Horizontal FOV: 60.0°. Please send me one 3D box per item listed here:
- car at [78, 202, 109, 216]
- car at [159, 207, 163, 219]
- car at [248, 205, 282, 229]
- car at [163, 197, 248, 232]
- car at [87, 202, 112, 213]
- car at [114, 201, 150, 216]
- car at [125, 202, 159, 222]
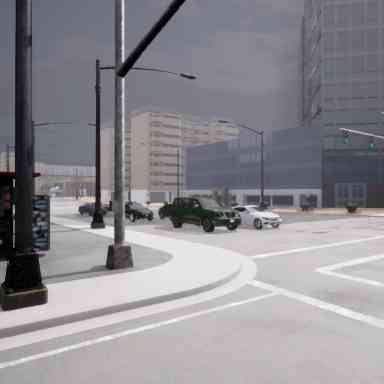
[{"bbox_3d":[-11.381,1.939,37.903,2.033,1.411,5.357,0,-1,-36],"label":"car"},{"bbox_3d":[-1.360,1.740,30.107,1.812,1.442,4.674,0,-1,-36],"label":"car"},{"bbox_3d":[3.940,1.635,22.720,1.812,1.442,4.674,0,-1,-35],"label":"car"},{"bbox_3d":[0.673,1.335,21.289,2.150,2.045,5.566,0,-1,-36],"label":"car"},{"bbox_3d":[-12.706,2.060,45.741,1.994,1.385,4.181,0,-1,-35],"label":"car"},{"bbox_3d":[-6.873,1.841,37.649,2.128,1.511,4.902,0,-1,-36],"label":"car"},{"bbox_3d":[-5.135,1.741,29.287,1.837,1.490,4.892,0,-1,-36],"label":"car"}]
